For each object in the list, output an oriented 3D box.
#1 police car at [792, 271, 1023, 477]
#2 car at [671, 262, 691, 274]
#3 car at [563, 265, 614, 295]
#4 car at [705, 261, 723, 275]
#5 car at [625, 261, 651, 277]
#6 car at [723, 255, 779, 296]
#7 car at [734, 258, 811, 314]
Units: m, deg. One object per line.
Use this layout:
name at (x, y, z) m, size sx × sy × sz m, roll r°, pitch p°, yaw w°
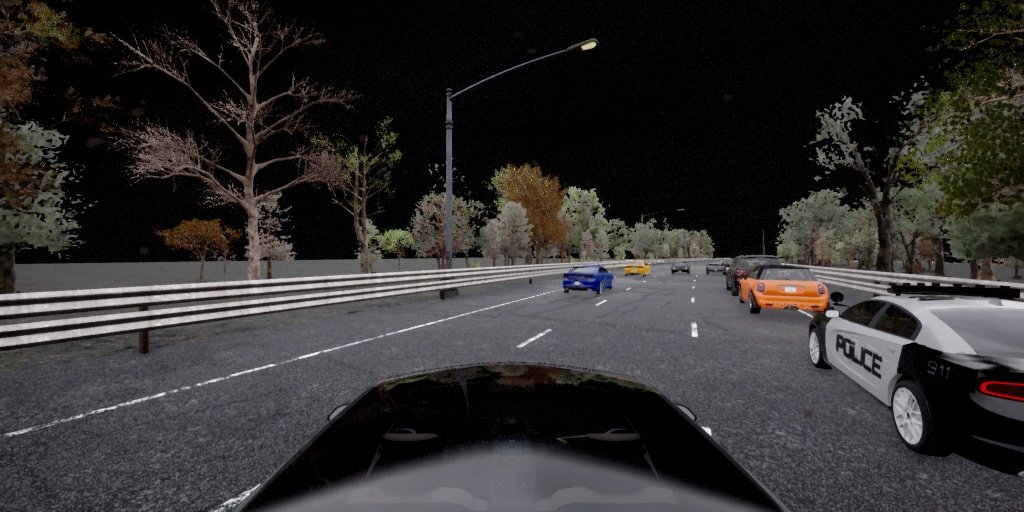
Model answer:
police car at (5.599, 1.175, 4.688) m, size 1.930 × 1.638 × 5.238 m, roll 0°, pitch 0°, yaw 26°
car at (19.259, 1.370, 40.818) m, size 1.895 × 1.301 × 4.718 m, roll 0°, pitch 0°, yaw 28°
car at (4.371, 1.230, 20.052) m, size 1.882 × 1.535 × 5.008 m, roll 0°, pitch 0°, yaw 27°
car at (22.372, 1.262, 39.341) m, size 2.128 × 1.511 × 4.902 m, roll 0°, pitch 0°, yaw 29°
car at (12.632, 1.240, 35.894) m, size 1.882 × 1.535 × 5.008 m, roll 0°, pitch 0°, yaw 28°
car at (12.609, 0.978, 18.758) m, size 2.150 × 2.045 × 5.566 m, roll 0°, pitch 0°, yaw 27°
car at (9.906, 1.102, 13.419) m, size 2.097 × 1.767 × 4.553 m, roll 0°, pitch 0°, yaw 27°
